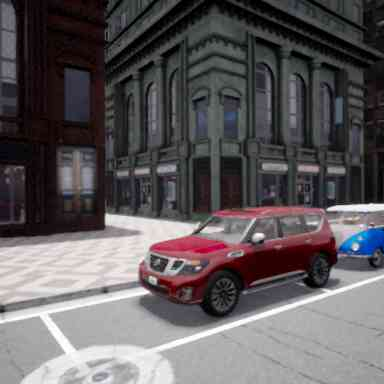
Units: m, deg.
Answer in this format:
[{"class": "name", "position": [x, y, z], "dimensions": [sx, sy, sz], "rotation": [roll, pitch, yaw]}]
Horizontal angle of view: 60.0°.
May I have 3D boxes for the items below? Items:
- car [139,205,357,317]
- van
[{"class": "car", "position": [1.319, 1.303, 7.619], "dimensions": [5.009, 1.841, 2.192], "rotation": [0, 0, -36]}, {"class": "van", "position": [5.889, 1.304, 10.919], "dimensions": [3.998, 1.788, 1.690], "rotation": [0, 0, -36]}]
